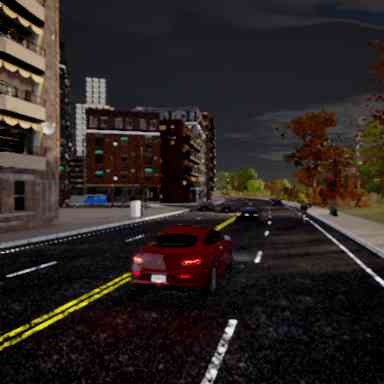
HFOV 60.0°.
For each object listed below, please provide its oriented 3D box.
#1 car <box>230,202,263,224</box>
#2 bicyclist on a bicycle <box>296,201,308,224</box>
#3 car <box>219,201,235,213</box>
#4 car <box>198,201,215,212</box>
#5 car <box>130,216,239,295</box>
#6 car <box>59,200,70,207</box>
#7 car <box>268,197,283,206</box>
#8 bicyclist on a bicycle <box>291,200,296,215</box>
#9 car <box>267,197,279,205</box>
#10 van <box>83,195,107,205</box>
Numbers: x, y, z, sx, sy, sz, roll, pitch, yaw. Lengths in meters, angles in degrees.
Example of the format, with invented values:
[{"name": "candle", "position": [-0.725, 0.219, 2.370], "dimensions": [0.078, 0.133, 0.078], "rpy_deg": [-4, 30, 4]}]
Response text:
[{"name": "car", "position": [4.564, 1.712, 26.402], "dimensions": [2.033, 1.411, 5.357], "rpy_deg": [0, 0, 14]}, {"name": "bicyclist on a bicycle", "position": [8.239, 1.502, 24.461], "dimensions": [0.659, 1.776, 1.843], "rpy_deg": [0, 0, 14]}, {"name": "car", "position": [4.636, 1.814, 41.281], "dimensions": [2.033, 1.411, 5.357], "rpy_deg": [0, 0, 13]}, {"name": "car", "position": [2.031, 1.850, 44.378], "dimensions": [2.033, 1.411, 5.357], "rpy_deg": [0, 0, 10]}, {"name": "car", "position": [-0.046, 1.590, 8.891], "dimensions": [1.812, 1.442, 4.674], "rpy_deg": [0, -1, 16]}, {"name": "car", "position": [-19.848, 1.558, 47.990], "dimensions": [4.206, 1.307, 1.802], "rpy_deg": [1, -1, -17]}, {"name": "car", "position": [15.550, 1.902, 61.098], "dimensions": [1.994, 1.385, 4.181], "rpy_deg": [0, 0, 11]}, {"name": "bicyclist on a bicycle", "position": [10.618, 1.621, 34.123], "dimensions": [0.866, 1.612, 1.509], "rpy_deg": [0, 0, 13]}, {"name": "car", "position": [17.412, 1.919, 71.430], "dimensions": [2.128, 1.511, 4.902], "rpy_deg": [0, 0, 10]}, {"name": "van", "position": [-16.767, 1.390, 57.672], "dimensions": [3.998, 1.788, 1.690], "rpy_deg": [1, -1, -17]}]
